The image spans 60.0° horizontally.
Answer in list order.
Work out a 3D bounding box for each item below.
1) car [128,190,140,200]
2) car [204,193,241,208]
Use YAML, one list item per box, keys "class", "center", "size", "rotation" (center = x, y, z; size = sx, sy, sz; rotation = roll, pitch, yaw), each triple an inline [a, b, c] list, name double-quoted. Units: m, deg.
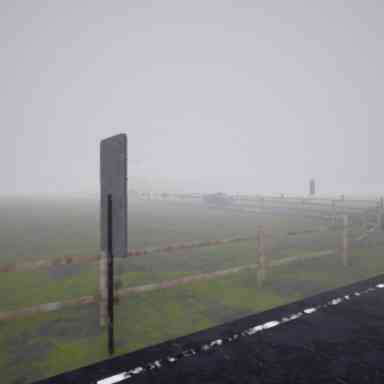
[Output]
- class: "car"
  center: [-10.223, 0.429, 54.874]
  size: [1.882, 1.535, 5.008]
  rotation: [0, 1, -35]
- class: "car"
  center: [3.205, 0.859, 35.934]
  size: [2.128, 1.511, 4.902]
  rotation: [0, 1, -35]
